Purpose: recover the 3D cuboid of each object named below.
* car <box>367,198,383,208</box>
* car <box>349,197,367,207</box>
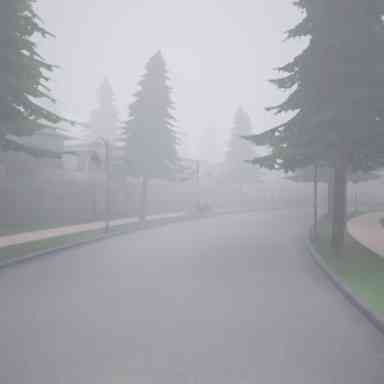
[{"bbox_3d":[28.509,1.705,48.994,4.718,1.301,1.895,0,0,-29],"label":"car"},{"bbox_3d":[26.599,1.592,51.983,5.008,1.535,1.882,0,0,-32],"label":"car"}]
